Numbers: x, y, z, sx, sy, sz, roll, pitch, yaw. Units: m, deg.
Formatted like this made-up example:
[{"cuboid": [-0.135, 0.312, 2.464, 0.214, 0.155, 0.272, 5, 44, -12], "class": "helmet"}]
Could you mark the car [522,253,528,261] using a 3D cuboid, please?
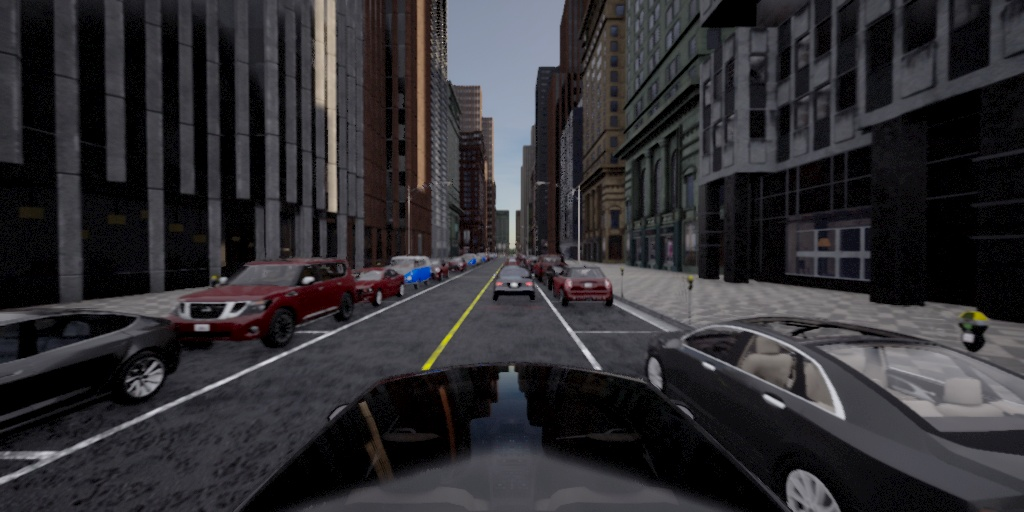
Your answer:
[{"cuboid": [2.735, 0.703, 48.661, 1.967, 1.591, 4.097, 0, 0, 0], "class": "car"}]

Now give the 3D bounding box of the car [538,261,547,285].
[{"cuboid": [2.752, 1.120, 20.482, 1.948, 1.339, 4.313, 0, 0, 0], "class": "car"}]

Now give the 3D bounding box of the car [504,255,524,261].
[{"cuboid": [0.073, 0.888, 39.169, 1.812, 1.442, 4.674, 0, 1, 0], "class": "car"}]

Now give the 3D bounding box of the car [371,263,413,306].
[{"cuboid": [-5.770, 1.162, 14.831, 1.888, 1.381, 4.507, 0, 0, 0], "class": "car"}]

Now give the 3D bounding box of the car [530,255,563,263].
[{"cuboid": [2.748, 0.811, 26.119, 2.192, 1.841, 5.009, 0, 0, 0], "class": "car"}]

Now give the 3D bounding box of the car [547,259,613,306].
[{"cuboid": [2.755, 1.053, 14.846, 1.967, 1.591, 4.097, 0, 0, 0], "class": "car"}]

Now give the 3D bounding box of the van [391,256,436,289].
[{"cuboid": [-5.773, 0.899, 20.468, 1.690, 1.789, 3.998, 0, 0, 0], "class": "van"}]

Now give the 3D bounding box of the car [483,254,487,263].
[{"cuboid": [-5.797, 0.705, 59.921, 2.007, 1.370, 4.403, 0, 0, 0], "class": "car"}]

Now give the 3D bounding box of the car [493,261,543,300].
[{"cuboid": [0.087, 1.144, 16.594, 2.033, 1.411, 5.357, 0, 1, 0], "class": "car"}]

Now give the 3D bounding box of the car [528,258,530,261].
[{"cuboid": [2.745, 0.983, 31.755, 1.888, 1.381, 4.507, 0, 0, 0], "class": "car"}]

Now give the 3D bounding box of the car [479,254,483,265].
[{"cuboid": [-5.794, 0.736, 54.116, 1.751, 1.417, 4.829, 0, 0, 0], "class": "car"}]

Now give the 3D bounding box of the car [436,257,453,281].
[{"cuboid": [-5.777, 0.940, 26.104, 1.967, 1.591, 4.097, 0, 0, 0], "class": "car"}]

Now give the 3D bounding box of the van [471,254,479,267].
[{"cuboid": [-5.790, 0.609, 48.649, 1.690, 1.789, 3.998, 0, 0, 0], "class": "van"}]

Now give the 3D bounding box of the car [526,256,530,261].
[{"cuboid": [2.742, 0.946, 37.390, 1.948, 1.339, 4.313, 0, 0, 0], "class": "car"}]

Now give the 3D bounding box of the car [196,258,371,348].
[{"cuboid": [-5.766, 0.990, 9.194, 2.192, 1.841, 5.009, 0, 0, 0], "class": "car"}]

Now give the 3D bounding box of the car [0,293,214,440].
[{"cuboid": [-5.763, 1.300, 3.558, 1.948, 1.339, 4.313, 0, 0, 0], "class": "car"}]

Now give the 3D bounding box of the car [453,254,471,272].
[{"cuboid": [-5.784, 0.824, 37.377, 1.967, 1.591, 4.097, 0, 0, 0], "class": "car"}]

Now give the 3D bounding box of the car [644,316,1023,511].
[{"cuboid": [2.762, 1.280, 3.574, 2.007, 1.370, 4.403, 0, 0, 0], "class": "car"}]
